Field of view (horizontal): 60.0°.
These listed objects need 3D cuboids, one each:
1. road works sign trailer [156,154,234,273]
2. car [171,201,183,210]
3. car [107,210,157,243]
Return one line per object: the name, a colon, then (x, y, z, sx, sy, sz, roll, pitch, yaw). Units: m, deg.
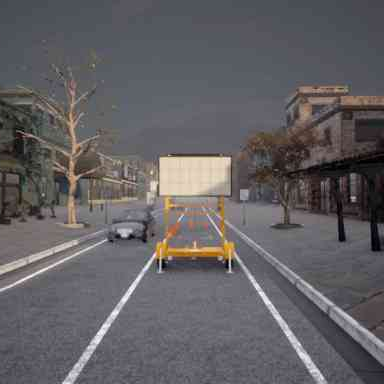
road works sign trailer: (0.104, 0.552, 10.933, 2.380, 3.560, 2.880, 0, -1, 1)
car: (-2.457, 2.239, 55.616, 2.128, 1.511, 4.902, 0, -1, 1)
car: (-2.936, 1.671, 17.061, 2.128, 1.511, 4.902, 0, -1, 1)
